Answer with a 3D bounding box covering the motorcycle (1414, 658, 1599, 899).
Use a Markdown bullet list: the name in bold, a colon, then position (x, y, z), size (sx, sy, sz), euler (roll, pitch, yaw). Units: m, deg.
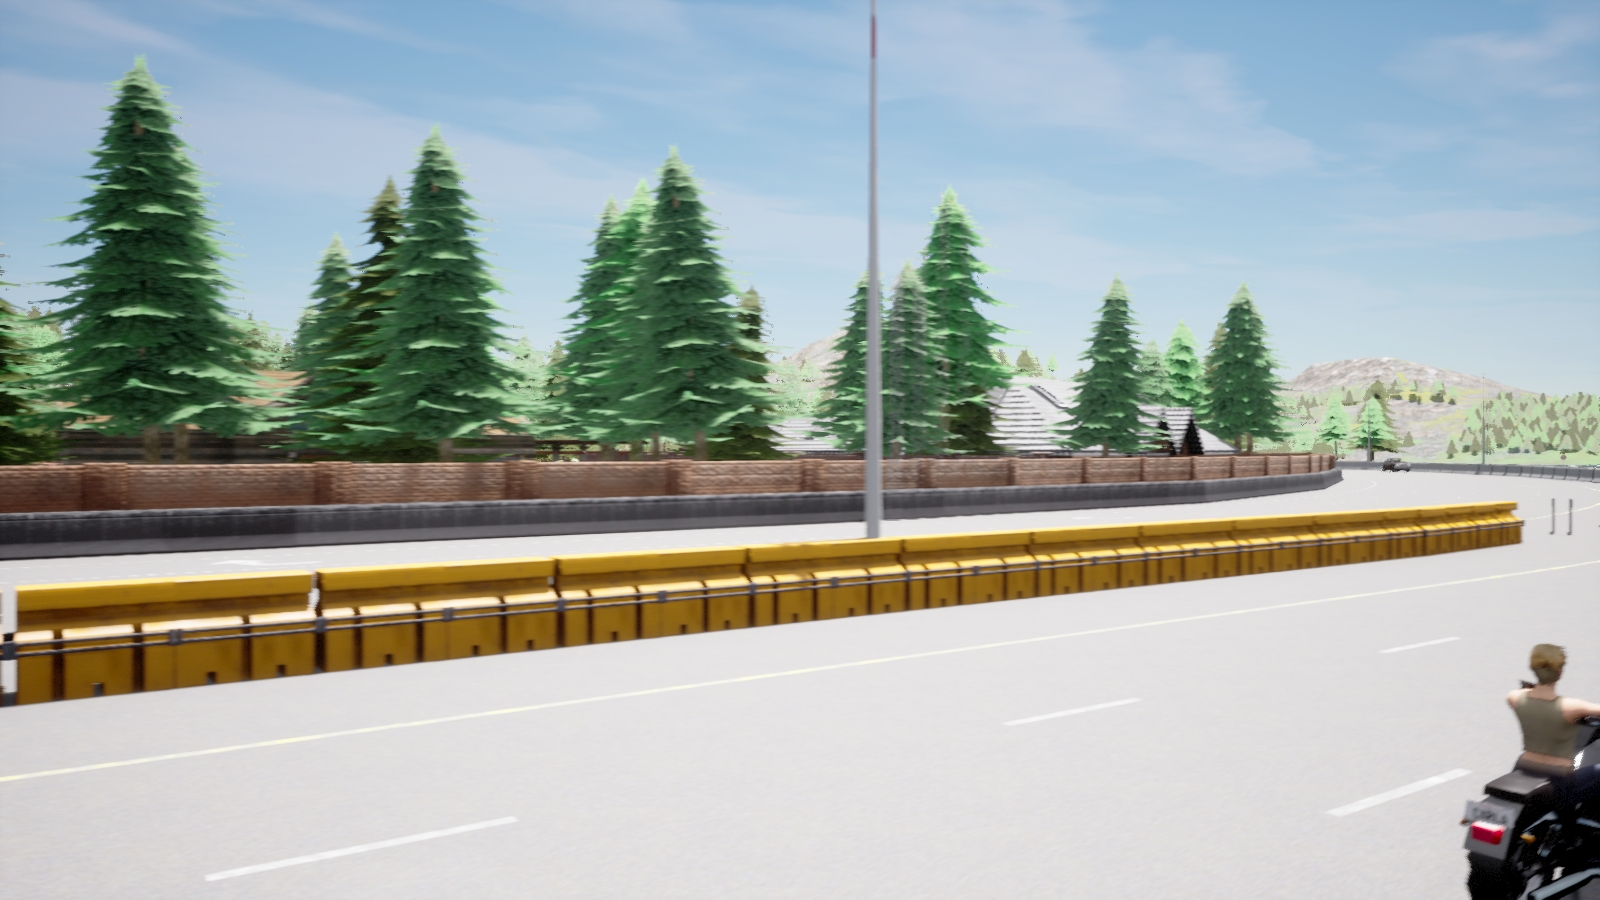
- **motorcycle**: position (4.848, 2.146, 7.178), size (2.356, 1.325, 0.764), euler (0, 0, -35)
